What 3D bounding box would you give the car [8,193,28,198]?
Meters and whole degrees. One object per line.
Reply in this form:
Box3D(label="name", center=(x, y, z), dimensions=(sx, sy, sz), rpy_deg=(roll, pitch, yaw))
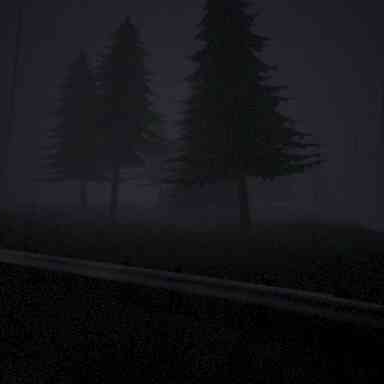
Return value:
Box3D(label="car", center=(-38.869, 1.256, 74.371), dimensions=(2.150, 2.045, 5.566), rpy_deg=(0, 0, 1))
